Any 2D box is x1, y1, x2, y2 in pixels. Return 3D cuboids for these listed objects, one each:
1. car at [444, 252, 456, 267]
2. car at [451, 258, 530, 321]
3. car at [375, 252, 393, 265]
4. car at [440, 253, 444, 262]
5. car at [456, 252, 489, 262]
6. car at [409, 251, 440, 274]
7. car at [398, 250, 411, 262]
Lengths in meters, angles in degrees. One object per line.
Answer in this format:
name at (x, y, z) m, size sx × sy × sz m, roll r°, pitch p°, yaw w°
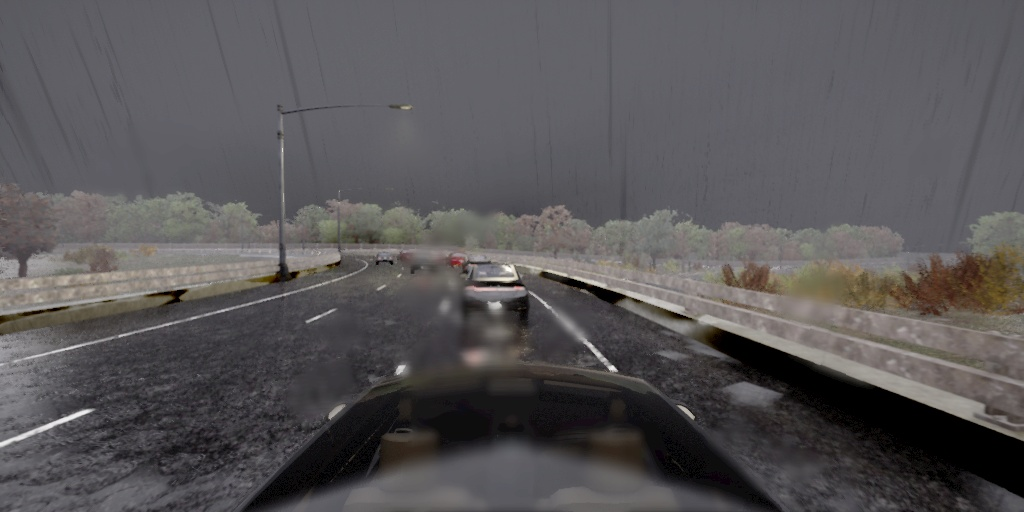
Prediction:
car at (-5.210, 0.351, 35.055) m, size 1.882 × 1.535 × 5.008 m, roll 0°, pitch 2°, yaw -17°
car at (-0.598, 0.988, 11.275) m, size 2.128 × 1.511 × 4.902 m, roll 0°, pitch 1°, yaw -5°
car at (-15.145, 0.236, 42.347) m, size 2.033 × 1.411 × 5.357 m, roll -1°, pitch 2°, yaw -23°
car at (-10.547, 0.073, 48.997) m, size 1.994 × 1.385 × 4.181 m, roll -1°, pitch 2°, yaw -25°
car at (-2.327, 0.667, 23.574) m, size 2.128 × 1.511 × 4.902 m, roll 0°, pitch 2°, yaw -11°
car at (-6.967, 0.555, 28.508) m, size 1.837 × 1.490 × 4.892 m, roll 0°, pitch 2°, yaw -15°
car at (-14.397, -0.011, 49.016) m, size 1.882 × 1.535 × 5.008 m, roll -1°, pitch 1°, yaw -25°
